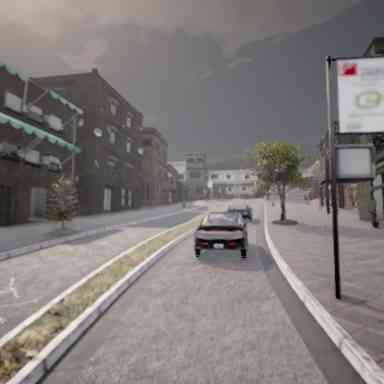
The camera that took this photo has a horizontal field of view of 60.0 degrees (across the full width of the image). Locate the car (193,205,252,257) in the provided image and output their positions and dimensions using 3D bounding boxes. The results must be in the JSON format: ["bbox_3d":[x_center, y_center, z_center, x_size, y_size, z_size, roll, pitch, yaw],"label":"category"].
[{"bbox_3d":[1.235,1.505,13.006,2.128,1.511,4.902,-1,0,9],"label":"car"}]
